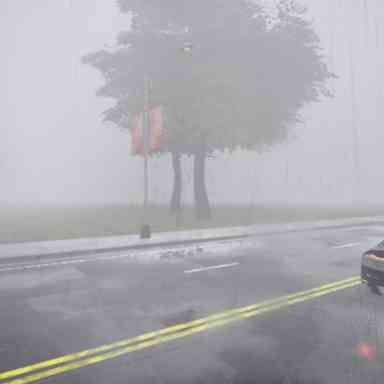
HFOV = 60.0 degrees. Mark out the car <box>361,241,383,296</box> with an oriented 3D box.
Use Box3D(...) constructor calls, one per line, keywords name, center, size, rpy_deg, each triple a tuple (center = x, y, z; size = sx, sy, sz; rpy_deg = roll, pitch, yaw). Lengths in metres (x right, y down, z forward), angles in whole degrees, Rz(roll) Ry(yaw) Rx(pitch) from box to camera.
Box3D(name="car", center=(5.756, 1.527, 7.539), size=(4.902, 1.511, 2.128), rpy_deg=(0, 0, -35))
